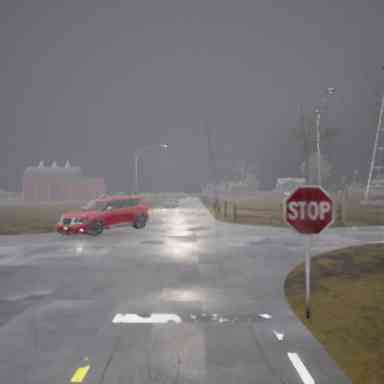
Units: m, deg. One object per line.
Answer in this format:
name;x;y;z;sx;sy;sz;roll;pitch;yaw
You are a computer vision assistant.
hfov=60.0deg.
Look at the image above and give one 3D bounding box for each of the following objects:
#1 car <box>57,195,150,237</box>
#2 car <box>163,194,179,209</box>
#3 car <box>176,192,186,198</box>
car;-4.750;1.312;18.799;2.150;2.045;5.566;-1;2;34
car;-2.700;1.444;43.604;1.837;1.490;4.892;0;2;0
car;-2.658;0.893;79.658;2.150;2.045;5.566;0;0;0
